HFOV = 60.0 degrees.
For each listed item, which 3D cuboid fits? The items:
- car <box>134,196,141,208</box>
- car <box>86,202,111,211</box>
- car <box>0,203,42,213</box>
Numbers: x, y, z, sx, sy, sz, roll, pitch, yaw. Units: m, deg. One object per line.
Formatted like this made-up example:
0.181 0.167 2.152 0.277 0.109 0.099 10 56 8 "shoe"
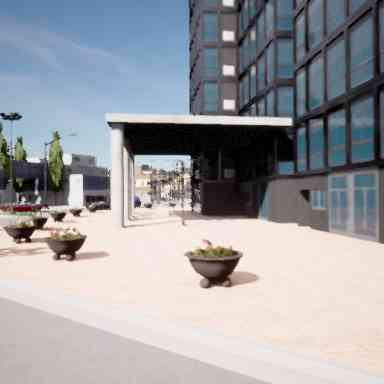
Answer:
-11.372 1.782 58.453 2.150 2.045 5.566 -1 -1 33 "car"
-13.129 2.096 49.064 1.895 1.301 4.718 -1 -1 32 "car"
-22.502 2.119 43.900 4.718 1.301 1.895 0 -1 -43 "car"
